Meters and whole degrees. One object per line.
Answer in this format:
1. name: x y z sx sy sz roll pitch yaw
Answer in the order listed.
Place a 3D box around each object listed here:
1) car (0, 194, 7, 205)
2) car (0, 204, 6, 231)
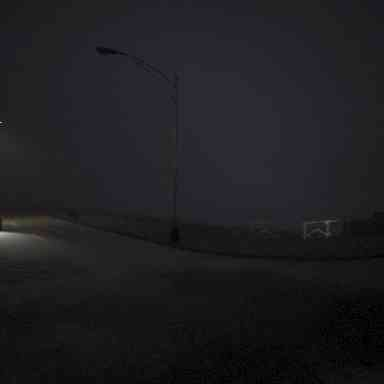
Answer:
1. car: -30.820 1.285 52.654 2.150 2.045 5.566 1 0 -35
2. car: -12.746 1.579 20.084 1.994 1.385 4.181 1 0 -36
